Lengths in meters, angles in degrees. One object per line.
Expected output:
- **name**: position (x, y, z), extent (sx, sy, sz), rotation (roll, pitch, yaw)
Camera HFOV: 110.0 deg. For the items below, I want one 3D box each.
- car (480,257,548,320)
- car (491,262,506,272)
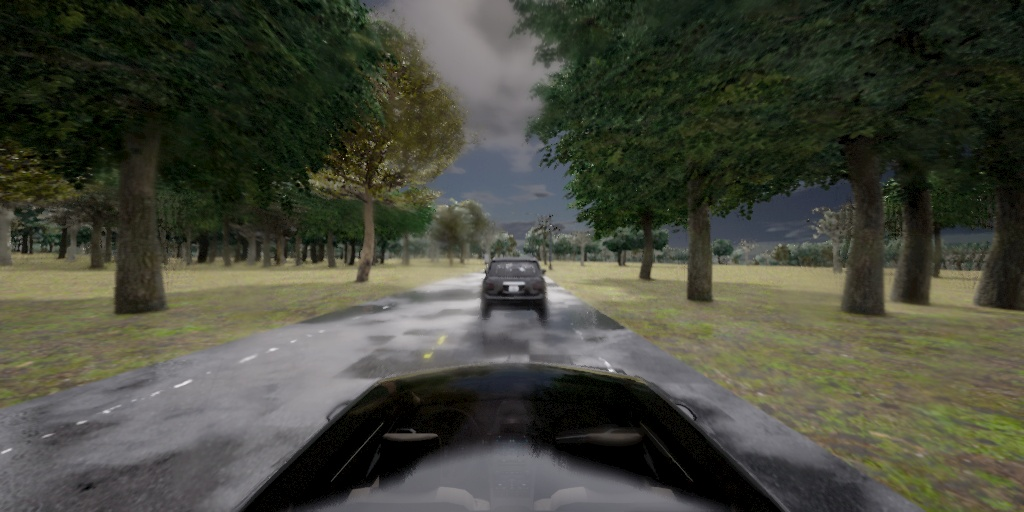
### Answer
- **car**: position (0.115, 1.065, 13.268), extent (2.150, 2.045, 5.566), rotation (0, 0, 1)
- **car**: position (-2.199, 1.744, 59.688), extent (2.128, 1.511, 4.902), rotation (0, 0, 3)
